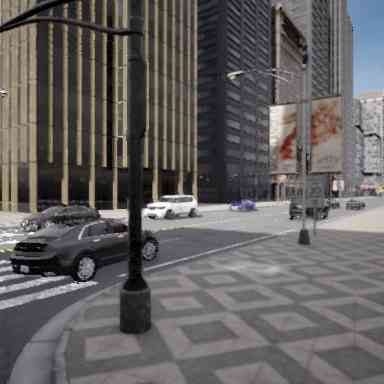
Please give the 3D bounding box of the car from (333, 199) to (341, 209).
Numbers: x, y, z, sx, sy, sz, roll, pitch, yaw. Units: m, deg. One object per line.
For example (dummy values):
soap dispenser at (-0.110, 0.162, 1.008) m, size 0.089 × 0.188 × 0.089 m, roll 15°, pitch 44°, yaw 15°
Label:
car at (20.234, 1.693, 48.619) m, size 1.812 × 1.442 × 4.674 m, roll 0°, pitch 0°, yaw 35°

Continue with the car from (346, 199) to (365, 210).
car at (23.127, 1.661, 46.920) m, size 2.128 × 1.511 × 4.902 m, roll 0°, pitch 0°, yaw 36°

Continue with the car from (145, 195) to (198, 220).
car at (-1.676, 1.303, 29.217) m, size 2.150 × 2.045 × 5.566 m, roll 0°, pitch 0°, yaw 36°

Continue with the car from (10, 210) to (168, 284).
car at (-2.857, 1.546, 9.981) m, size 1.837 × 1.490 × 4.892 m, roll -4°, pitch -1°, yaw 26°

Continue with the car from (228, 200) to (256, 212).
car at (6.198, 1.645, 40.240) m, size 1.812 × 1.442 × 4.674 m, roll 0°, pitch 0°, yaw 36°

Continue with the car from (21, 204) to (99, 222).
car at (-7.929, 1.553, 20.435) m, size 1.837 × 1.490 × 4.892 m, roll 0°, pitch 0°, yaw 35°

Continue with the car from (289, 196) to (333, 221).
car at (10.092, 1.326, 28.592) m, size 2.150 × 2.045 × 5.566 m, roll 0°, pitch 0°, yaw 35°
